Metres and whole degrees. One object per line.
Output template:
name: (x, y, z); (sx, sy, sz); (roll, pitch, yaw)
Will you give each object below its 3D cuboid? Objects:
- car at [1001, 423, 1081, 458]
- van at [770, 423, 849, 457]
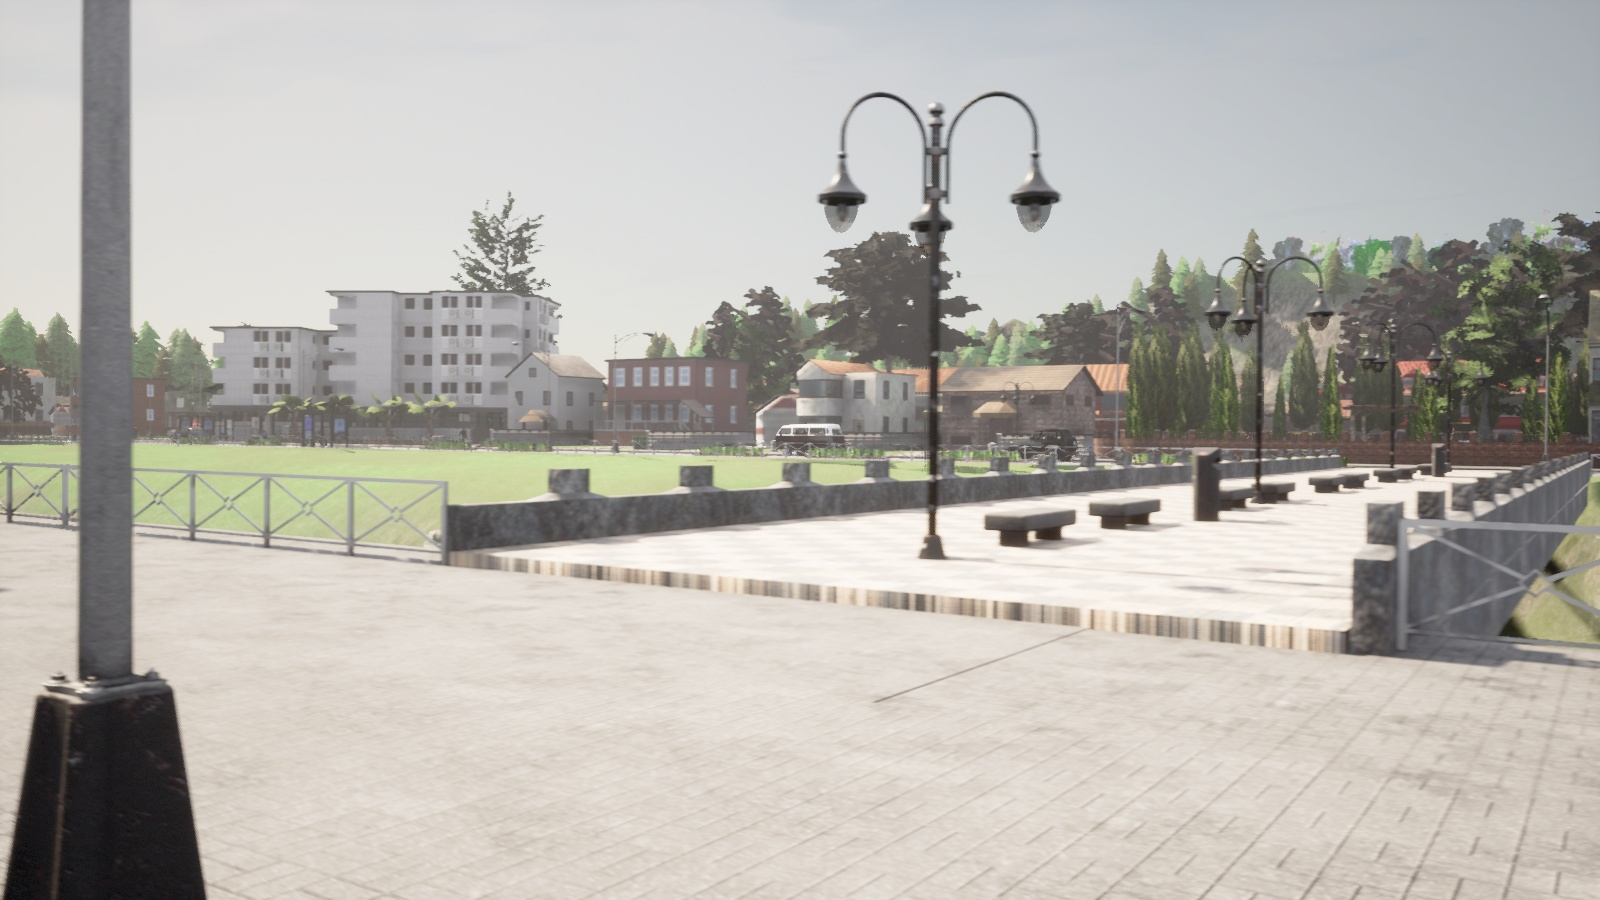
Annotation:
car: (13.321, -0.539, 69.414); (3.866, 1.878, 1.905); (0, 1, 34)
van: (0.573, -0.611, 77.884); (4.480, 2.038, 2.069); (0, 1, 34)
